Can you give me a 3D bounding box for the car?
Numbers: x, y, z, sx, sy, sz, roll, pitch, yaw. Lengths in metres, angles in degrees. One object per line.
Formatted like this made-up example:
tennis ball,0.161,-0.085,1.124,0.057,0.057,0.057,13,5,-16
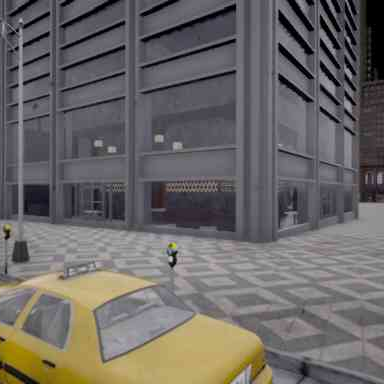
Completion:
car,-1.513,1.531,4.032,4.829,1.417,1.752,0,0,35
